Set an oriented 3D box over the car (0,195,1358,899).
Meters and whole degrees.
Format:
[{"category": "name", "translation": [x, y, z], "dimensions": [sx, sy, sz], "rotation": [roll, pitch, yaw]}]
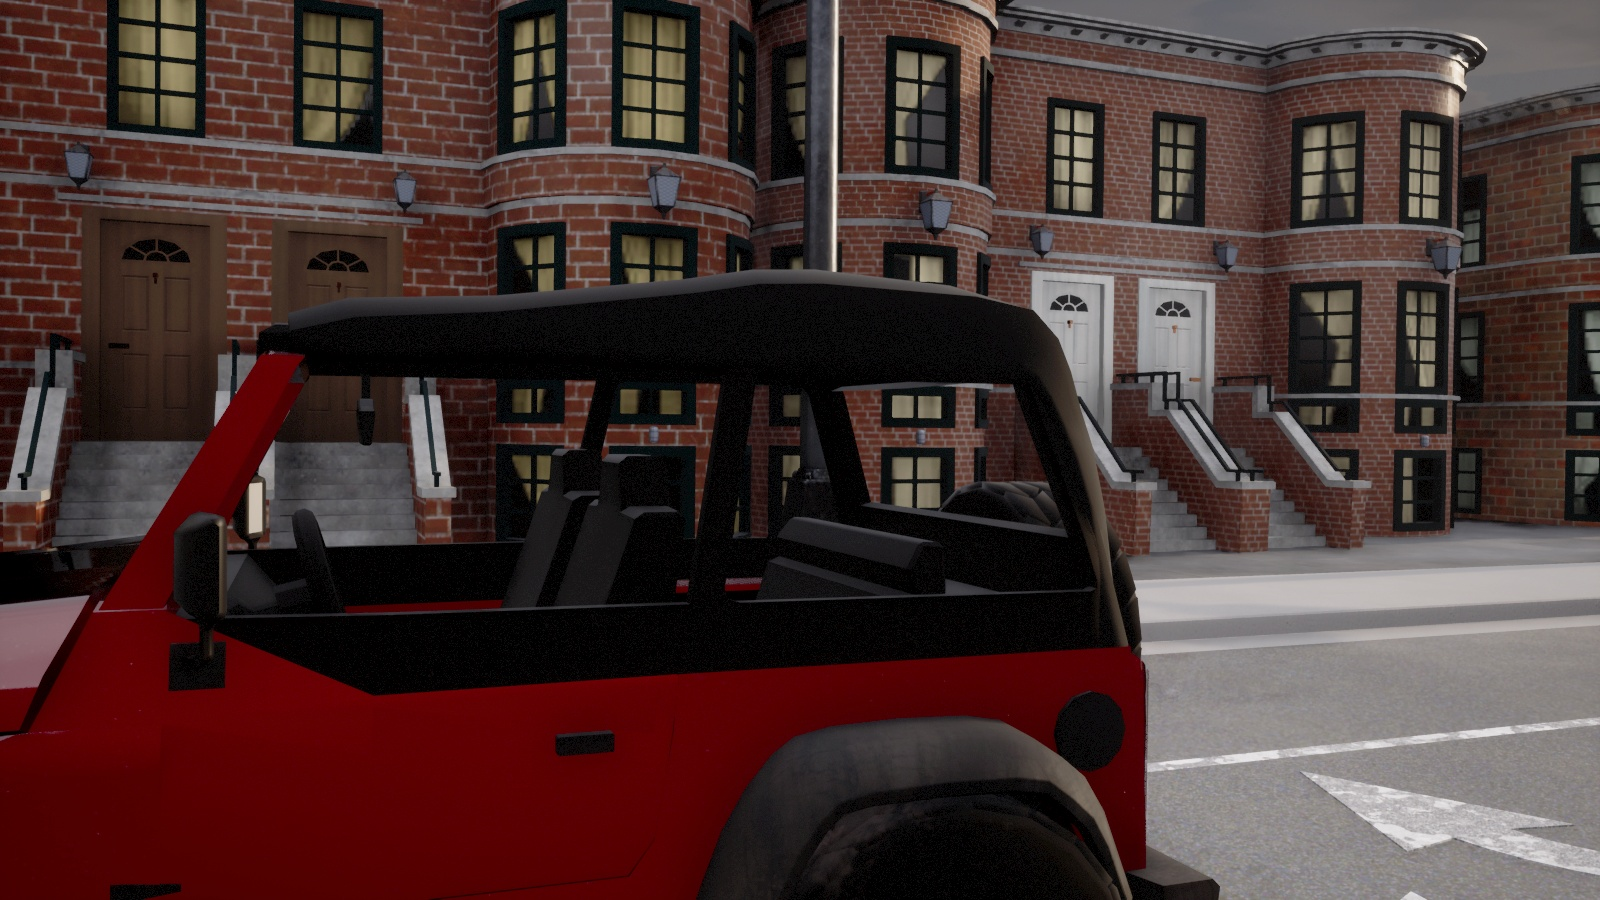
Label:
[{"category": "car", "translation": [-0.955, 0.557, 2.881], "dimensions": [3.866, 1.878, 1.905], "rotation": [-1, 1, -21]}]
